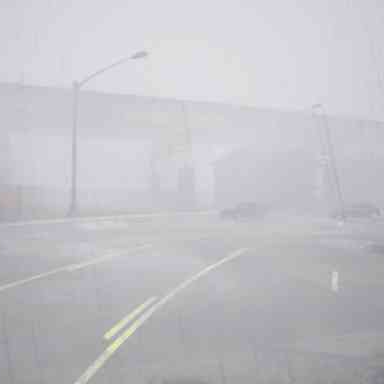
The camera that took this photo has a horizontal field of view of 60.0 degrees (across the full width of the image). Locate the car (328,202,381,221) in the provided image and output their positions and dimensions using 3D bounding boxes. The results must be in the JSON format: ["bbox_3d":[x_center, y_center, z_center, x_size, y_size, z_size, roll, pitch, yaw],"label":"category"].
[{"bbox_3d":[14.341,1.701,29.398,4.892,1.490,1.837,1,0,-20],"label":"car"}]

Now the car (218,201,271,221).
[{"bbox_3d":[4.509,1.528,28.175,5.008,1.535,1.882,1,0,-34],"label":"car"}]
